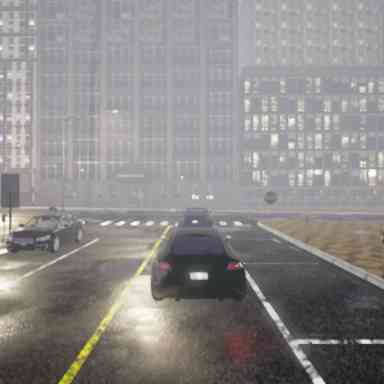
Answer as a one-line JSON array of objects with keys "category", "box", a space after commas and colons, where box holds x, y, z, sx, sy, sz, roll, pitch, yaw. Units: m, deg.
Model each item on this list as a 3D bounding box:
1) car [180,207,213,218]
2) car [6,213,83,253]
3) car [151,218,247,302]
[{"category": "car", "box": [0.283, 1.596, 20.118, 1.994, 1.385, 4.181, 0, 0, 3]}, {"category": "car", "box": [-5.812, 1.573, 13.636, 2.008, 1.369, 4.403, 1, 0, 0]}, {"category": "car", "box": [0.107, 1.577, 8.350, 1.994, 1.385, 4.181, 0, 0, -1]}]
